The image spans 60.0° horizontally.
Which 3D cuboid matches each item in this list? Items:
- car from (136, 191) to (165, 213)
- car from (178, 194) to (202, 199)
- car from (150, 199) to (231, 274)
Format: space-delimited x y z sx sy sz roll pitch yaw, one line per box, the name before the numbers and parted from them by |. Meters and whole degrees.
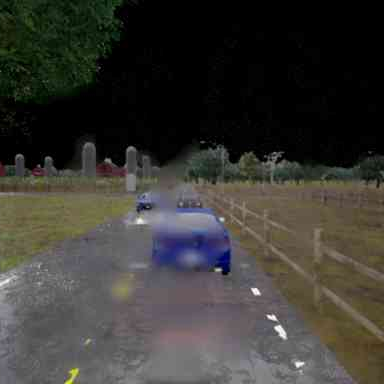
car | -3.101 0.700 25.874 1.882 1.535 5.008 0 2 0
car | -0.177 0.821 25.857 1.895 1.301 4.718 0 2 0
car | -0.023 1.189 9.634 1.882 1.535 5.008 0 2 0
